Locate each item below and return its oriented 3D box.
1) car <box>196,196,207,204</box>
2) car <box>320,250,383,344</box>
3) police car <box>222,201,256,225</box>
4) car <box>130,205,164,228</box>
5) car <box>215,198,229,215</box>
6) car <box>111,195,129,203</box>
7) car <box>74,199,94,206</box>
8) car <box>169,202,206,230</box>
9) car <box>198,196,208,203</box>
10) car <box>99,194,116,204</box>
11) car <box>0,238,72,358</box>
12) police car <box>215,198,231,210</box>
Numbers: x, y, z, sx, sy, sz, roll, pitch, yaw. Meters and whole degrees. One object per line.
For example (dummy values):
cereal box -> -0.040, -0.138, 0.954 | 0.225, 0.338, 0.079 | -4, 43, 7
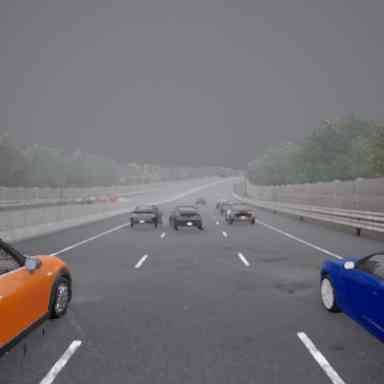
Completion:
car -> 1.787, 1.773, 64.982 | 1.837, 1.490, 4.892 | 0, 0, 4
car -> 3.504, 1.515, 4.773 | 1.882, 1.535, 5.008 | 0, 0, 0
police car -> 3.778, 1.730, 26.562 | 2.038, 1.542, 4.974 | 0, 0, 1
car -> -3.166, 1.691, 23.881 | 2.128, 1.511, 4.902 | 0, 0, 1
car -> 4.065, 1.772, 37.449 | 2.128, 1.511, 4.902 | 0, 0, 2
car -> -12.595, 1.782, 59.861 | 1.812, 1.442, 4.674 | 0, 0, 3
car -> -19.566, 1.845, 60.360 | 1.895, 1.301, 4.718 | 0, 0, 3
car -> -0.411, 1.698, 22.630 | 1.837, 1.490, 4.892 | -2, 0, -7
car -> 2.644, 1.725, 79.831 | 2.033, 1.411, 5.357 | 0, 1, 4
car -> -15.875, 1.463, 63.648 | 2.150, 2.045, 5.566 | 0, 0, 4
car -> -3.381, 1.387, 4.608 | 2.097, 1.767, 4.553 | 0, 0, 0
police car -> 4.459, 1.726, 48.443 | 1.930, 1.638, 5.238 | 0, 0, 2
